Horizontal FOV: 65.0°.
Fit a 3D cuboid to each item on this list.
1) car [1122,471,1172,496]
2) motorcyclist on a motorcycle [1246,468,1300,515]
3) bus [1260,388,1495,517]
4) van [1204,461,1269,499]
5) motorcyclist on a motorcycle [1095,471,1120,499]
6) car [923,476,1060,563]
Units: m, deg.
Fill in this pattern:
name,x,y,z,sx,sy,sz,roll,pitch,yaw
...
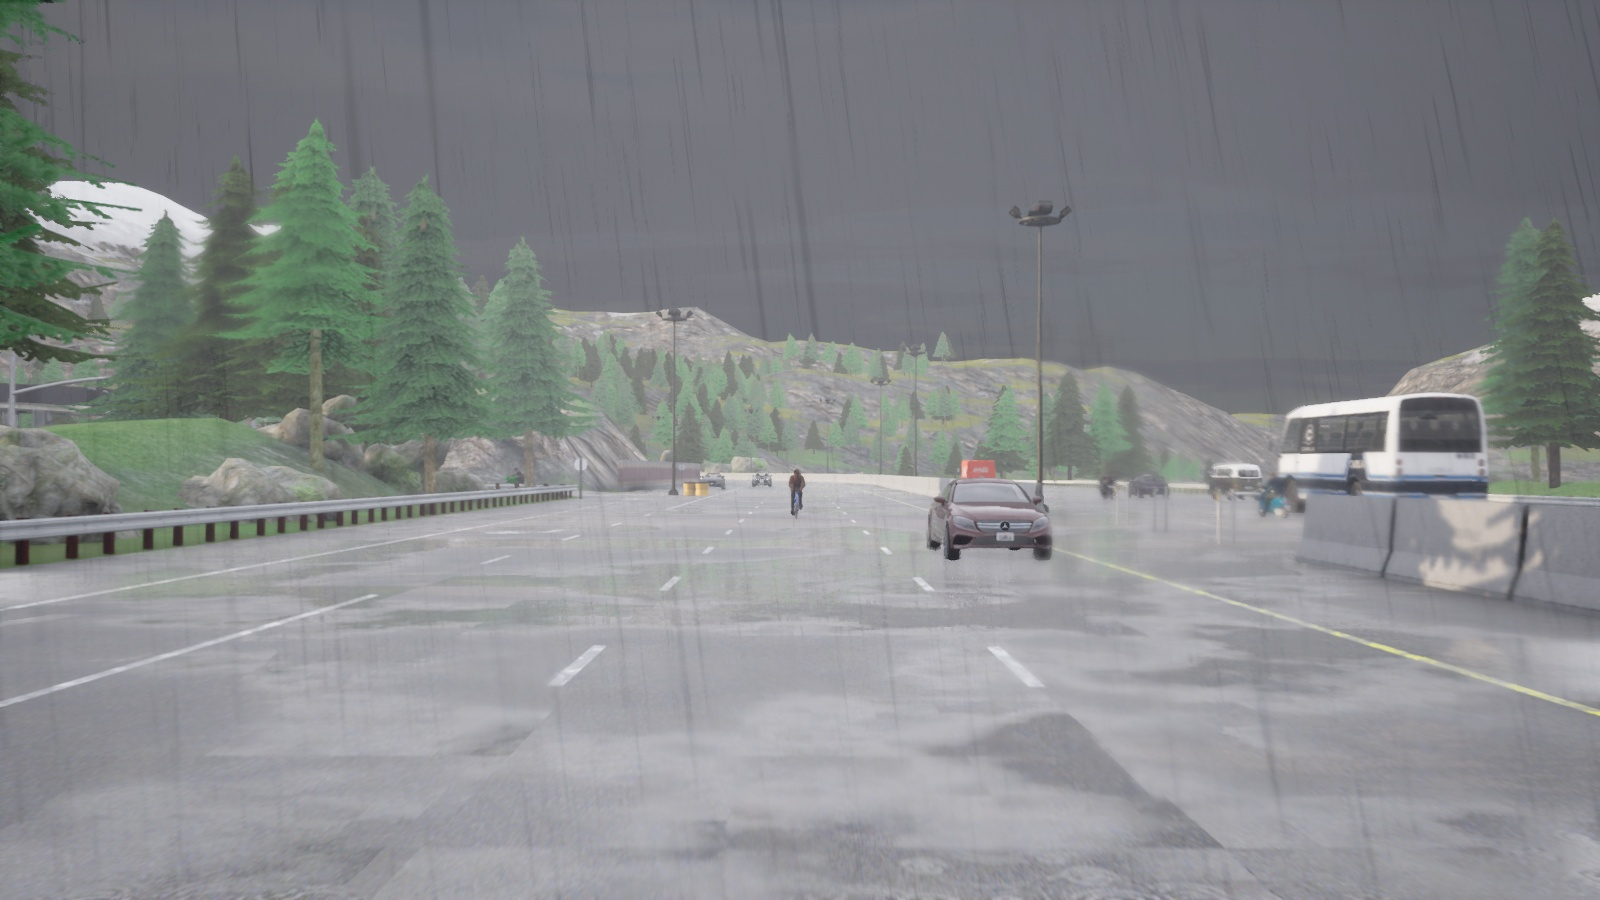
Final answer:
name,x,y,z,sx,sy,sz,roll,pitch,yaw
car,20.881,2.014,75.776,1.816,1.474,4.193,0,-1,0
motorcyclist on a motorcycle,16.291,1.428,43.307,0.866,1.590,1.817,0,-1,-12
bus,20.922,0.135,46.564,3.944,4.253,10.273,0,0,0
van,24.388,1.625,70.358,2.069,2.038,4.480,0,0,0
motorcyclist on a motorcycle,17.388,1.972,71.124,0.866,1.530,2.191,0,-1,0
car,3.473,1.222,23.589,1.812,1.442,4.674,0,-1,0
